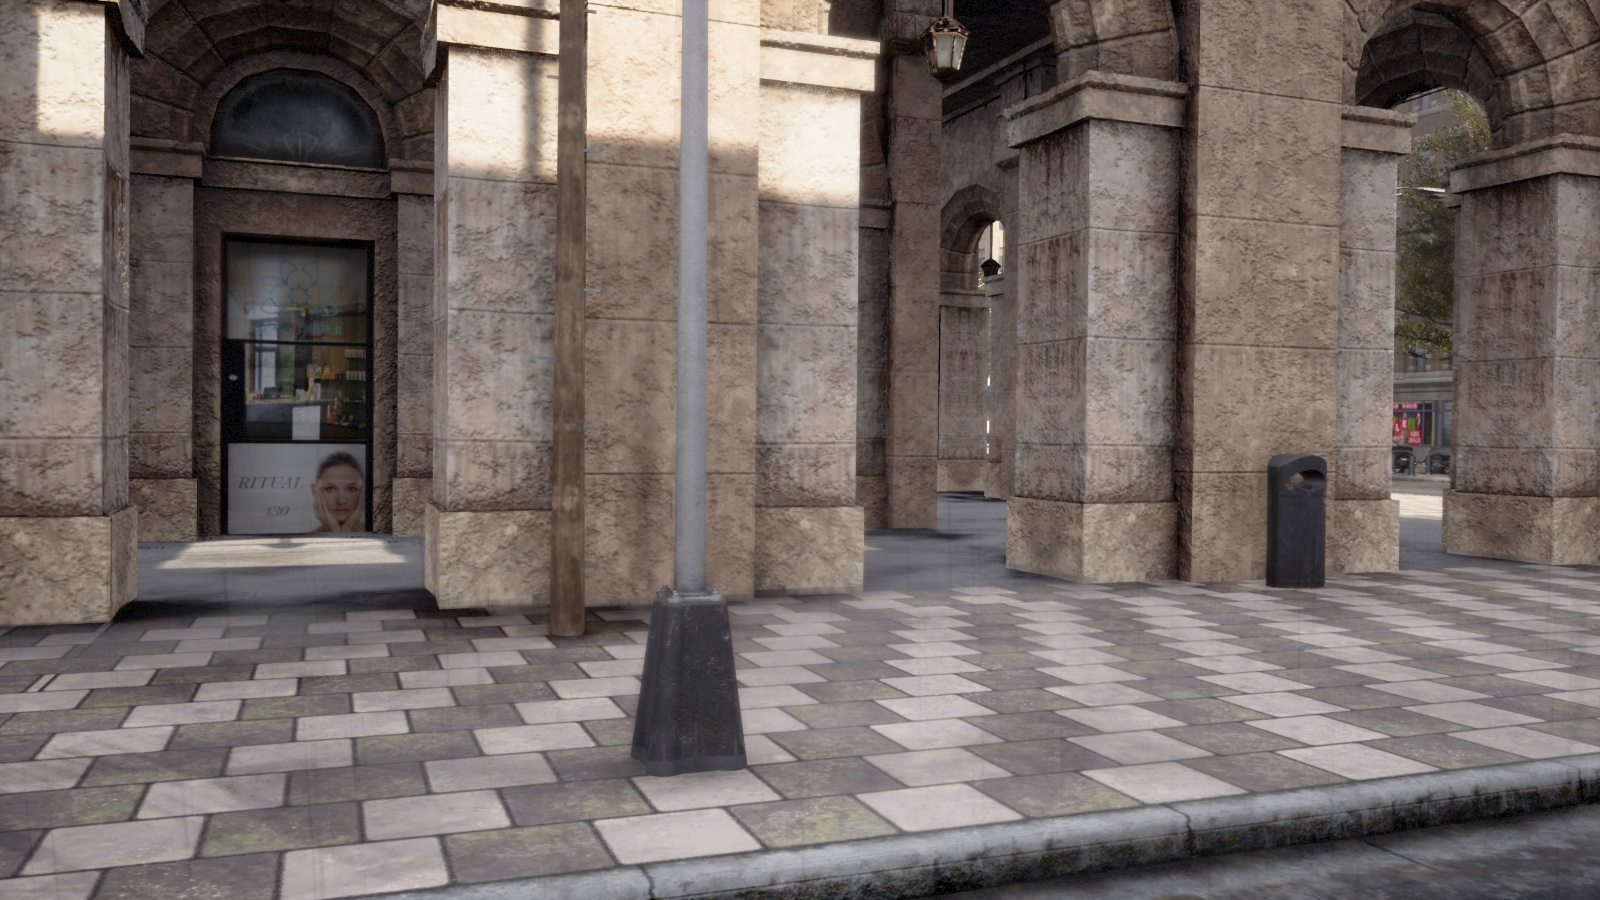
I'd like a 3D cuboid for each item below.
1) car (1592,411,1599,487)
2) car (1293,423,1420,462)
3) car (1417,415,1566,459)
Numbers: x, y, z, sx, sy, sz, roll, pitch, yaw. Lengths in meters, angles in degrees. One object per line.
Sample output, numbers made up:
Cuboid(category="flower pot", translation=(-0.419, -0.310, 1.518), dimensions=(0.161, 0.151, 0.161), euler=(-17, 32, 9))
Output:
Cuboid(category="car", translation=(20.346, -0.014, 27.671), dimensions=(2.097, 1.767, 4.553), euler=(-1, 1, -20))
Cuboid(category="car", translation=(23.184, -0.330, 52.545), dimensions=(1.882, 1.535, 5.008), euler=(-1, 1, -21))
Cuboid(category="car", translation=(27.695, -0.544, 50.513), dimensions=(2.152, 1.651, 5.027), euler=(-1, 1, -21))
